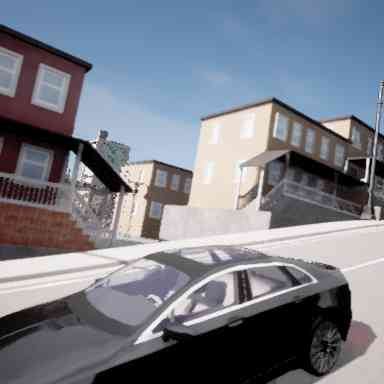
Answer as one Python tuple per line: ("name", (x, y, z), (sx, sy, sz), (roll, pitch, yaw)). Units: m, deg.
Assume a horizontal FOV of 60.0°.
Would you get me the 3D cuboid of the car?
("car", (-0.049, 1.478, 3.933), (4.902, 1.511, 2.128), (-1, 0, -35))
